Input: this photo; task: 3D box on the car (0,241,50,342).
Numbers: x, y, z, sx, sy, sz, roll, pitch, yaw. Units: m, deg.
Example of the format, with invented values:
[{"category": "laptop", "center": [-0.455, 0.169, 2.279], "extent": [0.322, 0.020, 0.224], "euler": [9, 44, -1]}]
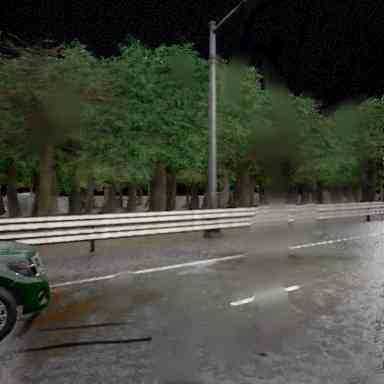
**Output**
[{"category": "car", "center": [-4.985, 1.227, 4.507], "extent": [5.566, 2.045, 2.150], "euler": [0, 0, -36]}]
